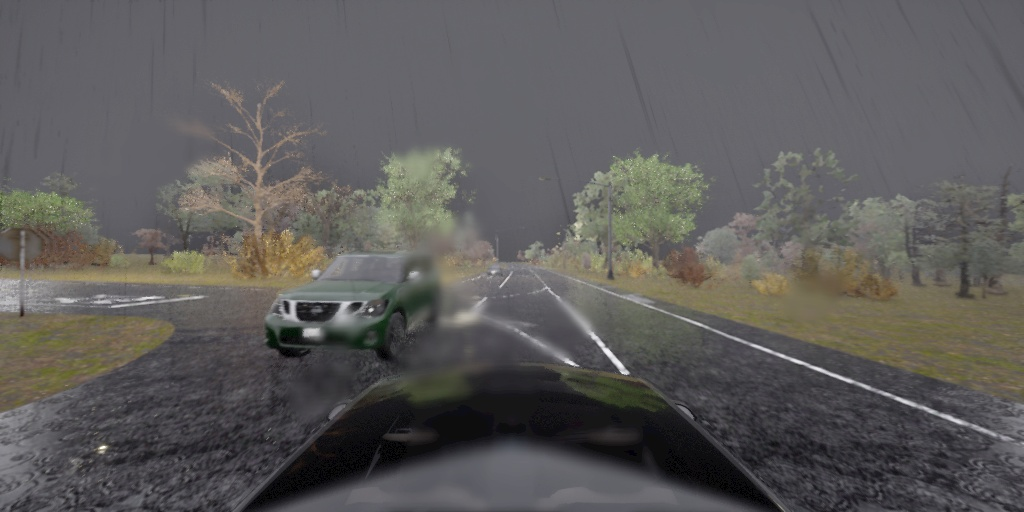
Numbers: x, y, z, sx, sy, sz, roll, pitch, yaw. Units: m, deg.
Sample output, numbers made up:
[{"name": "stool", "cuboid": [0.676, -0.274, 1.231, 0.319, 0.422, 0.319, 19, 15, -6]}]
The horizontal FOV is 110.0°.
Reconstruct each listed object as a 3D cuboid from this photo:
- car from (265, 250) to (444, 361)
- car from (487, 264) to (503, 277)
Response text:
[{"name": "car", "cuboid": [-3.175, 0.871, 8.654, 2.150, 2.045, 5.566, 1, 1, 2]}, {"name": "car", "cuboid": [-2.100, 1.812, 45.220, 2.128, 1.511, 4.902, 0, -1, 1]}]
